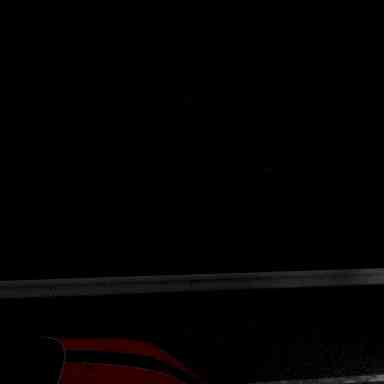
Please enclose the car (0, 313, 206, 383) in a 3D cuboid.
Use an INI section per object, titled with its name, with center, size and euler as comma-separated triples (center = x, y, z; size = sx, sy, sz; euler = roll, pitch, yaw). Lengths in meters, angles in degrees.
[car]
center = -1.890, 1.352, 1.623
size = 4.553, 1.767, 2.097
euler = 0, 0, -6
